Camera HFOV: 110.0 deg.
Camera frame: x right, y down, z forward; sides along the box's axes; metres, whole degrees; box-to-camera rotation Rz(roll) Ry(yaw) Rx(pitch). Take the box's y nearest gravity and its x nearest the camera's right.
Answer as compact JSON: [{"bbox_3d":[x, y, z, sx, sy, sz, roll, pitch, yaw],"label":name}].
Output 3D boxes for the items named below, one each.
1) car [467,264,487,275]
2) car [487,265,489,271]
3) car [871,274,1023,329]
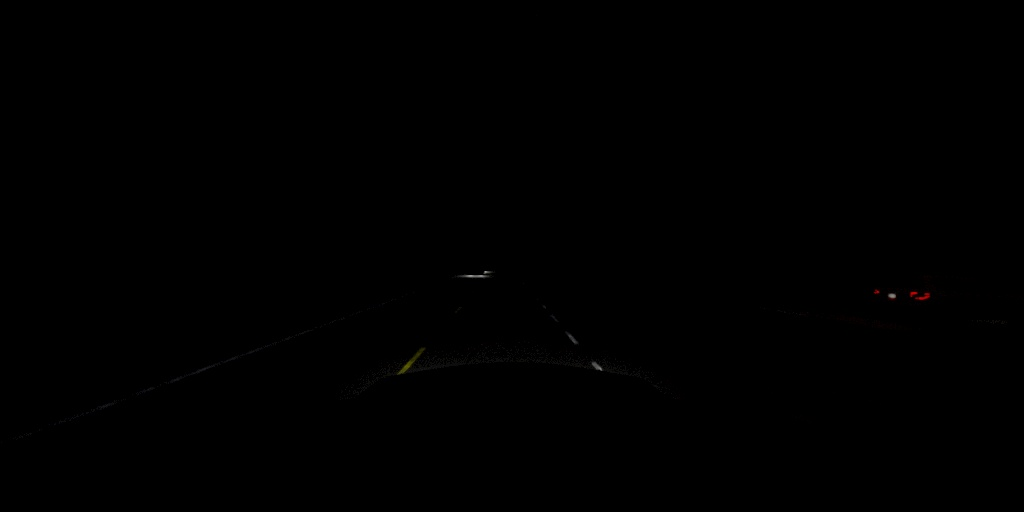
[{"bbox_3d":[-4.803,1.841,48.010,1.994,1.385,4.181,0,-1,-1],"label":"car"},{"bbox_3d":[-5.160,2.059,64.186,1.994,1.385,4.181,0,-1,-1],"label":"car"},{"bbox_3d":[18.556,1.854,15.183,5.566,2.045,2.150,2,-1,-4],"label":"car"}]
